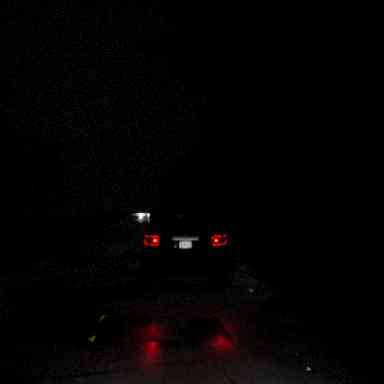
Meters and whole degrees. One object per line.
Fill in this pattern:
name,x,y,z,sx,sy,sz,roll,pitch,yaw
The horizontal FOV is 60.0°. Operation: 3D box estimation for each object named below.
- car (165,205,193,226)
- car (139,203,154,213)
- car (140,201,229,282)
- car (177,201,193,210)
car,-1.140,1.828,27.328,2.033,1.411,5.357,0,-1,-4
car,-6.317,2.248,46.374,1.895,1.301,4.718,0,-1,-7
car,-0.185,1.281,10.114,2.150,2.045,5.566,0,0,-1
car,-1.253,2.261,55.992,2.163,1.488,4.792,0,-2,-9
